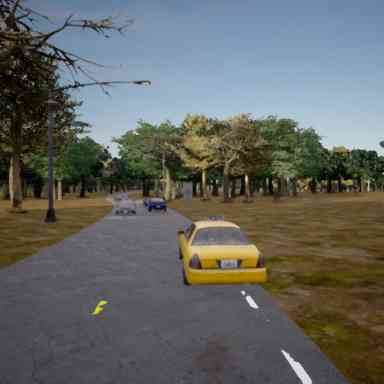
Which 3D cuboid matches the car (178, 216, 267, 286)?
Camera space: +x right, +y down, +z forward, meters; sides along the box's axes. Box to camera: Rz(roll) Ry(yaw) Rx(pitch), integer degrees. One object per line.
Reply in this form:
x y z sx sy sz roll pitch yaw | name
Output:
0.584 1.447 9.388 1.801 1.575 5.366 0 0 -4 | car

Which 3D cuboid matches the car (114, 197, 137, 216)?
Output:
-6.222 1.475 31.655 1.812 1.442 4.674 0 0 -9 | car

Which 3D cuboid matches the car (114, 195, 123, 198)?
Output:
-15.540 1.266 70.901 2.033 1.411 5.357 0 0 -17 | car

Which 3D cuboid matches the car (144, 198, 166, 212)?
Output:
-4.057 1.397 37.890 1.882 1.535 5.008 0 0 -11 | car
